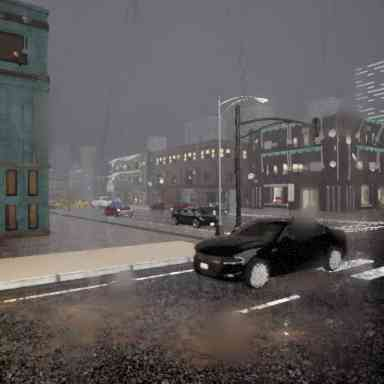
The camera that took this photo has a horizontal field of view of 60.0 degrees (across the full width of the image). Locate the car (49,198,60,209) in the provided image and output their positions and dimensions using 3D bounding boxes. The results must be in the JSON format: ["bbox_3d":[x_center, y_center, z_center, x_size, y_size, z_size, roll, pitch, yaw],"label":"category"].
[{"bbox_3d":[-23.711,2.233,57.960,1.752,1.417,4.829,-1,0,-35],"label":"car"}]

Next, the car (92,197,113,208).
[{"bbox_3d":[-16.976,1.940,62.942,2.192,1.841,5.009,-1,0,-35],"label":"car"}]

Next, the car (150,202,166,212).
[{"bbox_3d":[-4.176,1.966,44.872,1.802,1.307,4.206,-1,0,-35],"label":"car"}]

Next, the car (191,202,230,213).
[{"bbox_3d":[2.219,1.810,35.837,2.008,1.369,4.403,-2,0,-35],"label":"car"}]

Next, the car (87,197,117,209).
[{"bbox_3d":[-15.263,1.804,56.055,2.150,2.045,5.566,-1,0,-35],"label":"car"}]

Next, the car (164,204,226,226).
[{"bbox_3d":[0.102,1.814,24.115,1.947,1.339,4.313,-1,0,-35],"label":"car"}]

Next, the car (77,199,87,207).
[{"bbox_3d":[-21.646,2.175,65.075,1.882,1.535,5.008,-1,0,-35],"label":"car"}]

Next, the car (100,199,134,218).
[{"bbox_3d":[-7.820,1.846,35.510,1.967,1.590,4.097,-1,0,-35],"label":"car"}]

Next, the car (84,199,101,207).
[{"bbox_3d":[-20.169,2.228,67.460,1.887,1.381,4.507,-1,0,-35],"label":"car"}]

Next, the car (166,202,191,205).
[{"bbox_3d":[-0.979,1.904,40.355,1.802,1.307,4.206,-2,0,-35],"label":"car"}]

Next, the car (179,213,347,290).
[{"bbox_3d":[2.325,1.477,9.317,5.008,1.535,1.882,0,0,-35],"label":"car"}]
